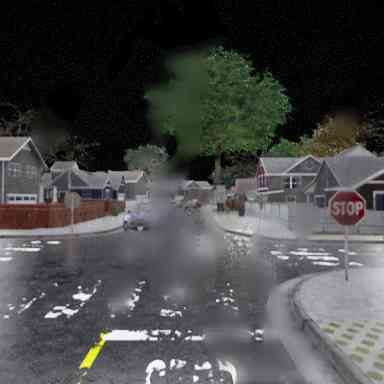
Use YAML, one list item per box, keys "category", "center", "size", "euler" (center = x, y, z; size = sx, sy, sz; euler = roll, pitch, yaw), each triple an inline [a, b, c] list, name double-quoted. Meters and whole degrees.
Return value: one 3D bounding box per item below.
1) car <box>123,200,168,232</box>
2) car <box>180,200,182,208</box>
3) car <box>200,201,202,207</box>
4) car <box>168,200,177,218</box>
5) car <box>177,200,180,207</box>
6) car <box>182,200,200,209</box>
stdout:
- category: "car"
  center: [-2.911, 1.493, 20.913]
  size: [2.097, 1.767, 4.553]
  euler: [0, -1, 0]
- category: "car"
  center: [-2.765, 2.182, 60.713]
  size: [1.837, 1.490, 4.892]
  euler: [0, -1, 3]
- category: "car"
  center: [0.701, 2.259, 67.151]
  size: [1.882, 1.535, 5.008]
  euler: [0, -1, 12]
- category: "car"
  center: [-2.951, 1.645, 33.199]
  size: [2.097, 1.767, 4.553]
  euler: [0, -1, 0]
- category: "car"
  center: [-2.975, 1.952, 44.605]
  size: [1.837, 1.490, 4.892]
  euler: [0, 0, 0]
- category: "car"
  center: [-0.169, 2.158, 56.552]
  size: [2.033, 1.411, 5.357]
  euler: [0, -1, 1]
